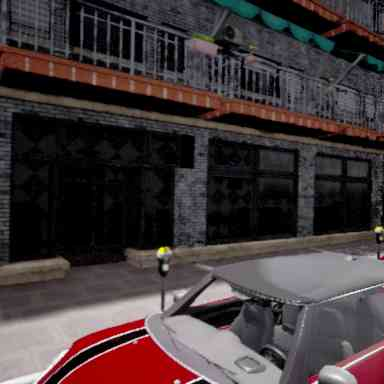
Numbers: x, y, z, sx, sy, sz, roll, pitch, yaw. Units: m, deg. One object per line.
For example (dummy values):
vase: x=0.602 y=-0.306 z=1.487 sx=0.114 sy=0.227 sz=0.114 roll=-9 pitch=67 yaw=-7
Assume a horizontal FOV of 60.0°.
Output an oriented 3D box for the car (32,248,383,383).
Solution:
car: x=0.674 y=1.410 z=2.941 sx=4.097 sy=1.590 sz=1.967 roll=1 pitch=1 yaw=-34
